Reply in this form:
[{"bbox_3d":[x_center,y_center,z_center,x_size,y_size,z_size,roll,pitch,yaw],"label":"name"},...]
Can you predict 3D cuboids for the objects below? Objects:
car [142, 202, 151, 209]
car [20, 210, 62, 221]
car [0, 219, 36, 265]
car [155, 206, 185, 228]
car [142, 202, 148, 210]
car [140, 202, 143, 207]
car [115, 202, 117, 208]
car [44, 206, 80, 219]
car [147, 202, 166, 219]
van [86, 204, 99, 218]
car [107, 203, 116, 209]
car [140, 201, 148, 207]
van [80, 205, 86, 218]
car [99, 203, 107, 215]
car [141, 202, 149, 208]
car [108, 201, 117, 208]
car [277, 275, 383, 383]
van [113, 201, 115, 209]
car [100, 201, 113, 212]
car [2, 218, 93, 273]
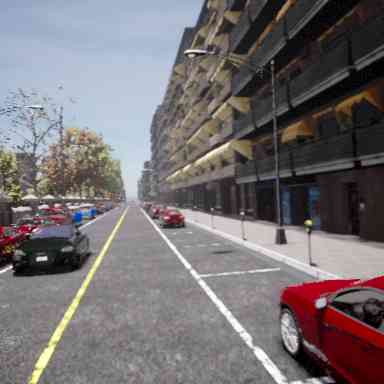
[{"bbox_3d":[-10.453,2.934,75.482,1.752,1.417,4.829,-3,-1,-10],"label":"car"},{"bbox_3d":[-8.826,2.044,18.419,1.967,1.590,4.097,-2,-1,-10],"label":"car"},{"bbox_3d":[-7.838,2.037,12.877,1.887,1.381,4.507,-2,-1,-10],"label":"car"},{"bbox_3d":[-1.562,1.952,25.431,1.802,1.307,4.206,-2,-1,-10],"label":"car"},{"bbox_3d":[-6.485,2.504,53.145,1.947,1.339,4.313,-2,-1,-10],"label":"car"},{"bbox_3d":[-8.459,2.609,64.230,1.967,1.590,4.097,-3,-1,-10],"label":"car"},{"bbox_3d":[-19.648,3.453,79.384,1.802,1.307,4.206,-3,-1,-10],"label":"car"},{"bbox_3d":[-9.817,2.032,23.964,2.192,1.841,5.009,-2,-1,-10],"label":"car"},{"bbox_3d":[-3.537,2.037,36.519,1.967,1.590,4.097,-2,-1,-10],"label":"car"},{"bbox_3d":[-12.769,2.398,40.591,1.690,1.788,3.998,-2,-1,-10],"label":"van"},{"bbox_3d":[-20.634,3.535,84.928,1.887,1.381,4.507,-3,-1,-10],"label":"car"},{"bbox_3d":[-13.375,3.330,91.943,1.947,1.339,4.313,-3,-1,-10],"label":"car"},{"bbox_3d":[-10.800,2.172,29.506,1.690,1.788,3.998,-2,-1,-10],"label":"van"},{"bbox_3d":[-14.728,2.851,51.674,1.947,1.339,4.313,-2,-1,-10],"label":"car"},{"bbox_3d":[-11.405,3.106,80.856,1.802,1.307,4.206,-3,-1,-10],"label":"car"},{"bbox_3d":[-21.628,3.426,90.475,2.192,1.841,5.009,-3,-1,-10],"label":"car"},{"bbox_3d":[2.375,1.477,3.265,1.887,1.381,4.507,-2,-1,-10],"label":"car"},{"bbox_3d":[-18.674,3.093,73.845,1.690,1.788,3.998,-3,-1,-10],"label":"van"},{"bbox_3d":[-16.707,2.831,62.761,2.192,1.841,5.009,-2,-1,-10],"label":"car"},{"bbox_3d":[-4.988,1.922,12.241,1.994,1.385,4.181,-2,-1,-10],"label":"car"}]
